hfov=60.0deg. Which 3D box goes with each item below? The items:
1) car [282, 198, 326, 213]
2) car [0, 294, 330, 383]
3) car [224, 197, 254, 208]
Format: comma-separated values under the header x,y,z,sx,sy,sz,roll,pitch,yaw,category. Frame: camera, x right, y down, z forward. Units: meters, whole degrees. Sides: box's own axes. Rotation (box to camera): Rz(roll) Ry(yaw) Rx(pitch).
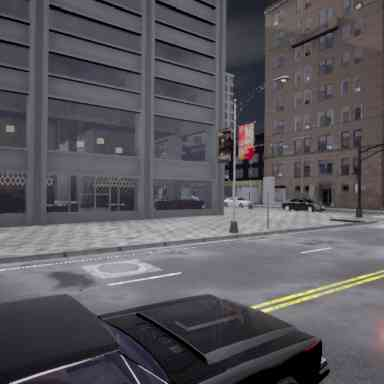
x,y,z,sx,sy,sz,roll,pitch,yaw,category
11.901,1.403,35.582,1.837,1.490,4.892,1,0,-35,car
-0.987,1.601,2.679,4.718,1.301,1.895,0,0,-35,car
6.037,1.382,43.907,1.812,1.442,4.674,1,0,-35,car
